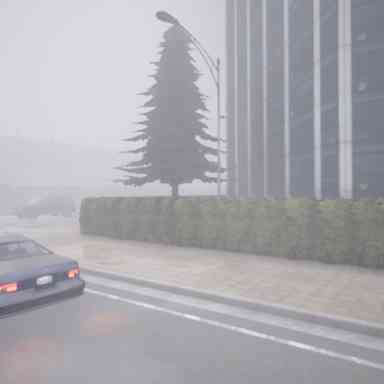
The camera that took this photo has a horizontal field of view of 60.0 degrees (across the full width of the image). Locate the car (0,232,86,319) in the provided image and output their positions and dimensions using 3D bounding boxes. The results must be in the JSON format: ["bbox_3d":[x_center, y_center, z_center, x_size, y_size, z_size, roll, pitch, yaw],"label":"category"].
[{"bbox_3d":[-4.610,1.601,7.268,5.357,1.411,2.033,0,0,36],"label":"car"}]

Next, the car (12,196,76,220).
[{"bbox_3d":[-13.397,1.361,30.516,2.150,2.045,5.566,0,0,35],"label":"car"}]
